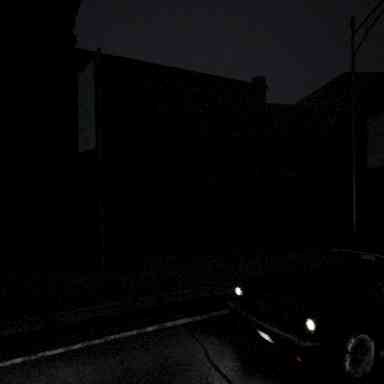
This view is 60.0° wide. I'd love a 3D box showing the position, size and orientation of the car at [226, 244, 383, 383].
[{"bbox_3d":[2.948,1.600,5.399,4.718,1.301,1.895,0,0,-27],"label":"car"}]
